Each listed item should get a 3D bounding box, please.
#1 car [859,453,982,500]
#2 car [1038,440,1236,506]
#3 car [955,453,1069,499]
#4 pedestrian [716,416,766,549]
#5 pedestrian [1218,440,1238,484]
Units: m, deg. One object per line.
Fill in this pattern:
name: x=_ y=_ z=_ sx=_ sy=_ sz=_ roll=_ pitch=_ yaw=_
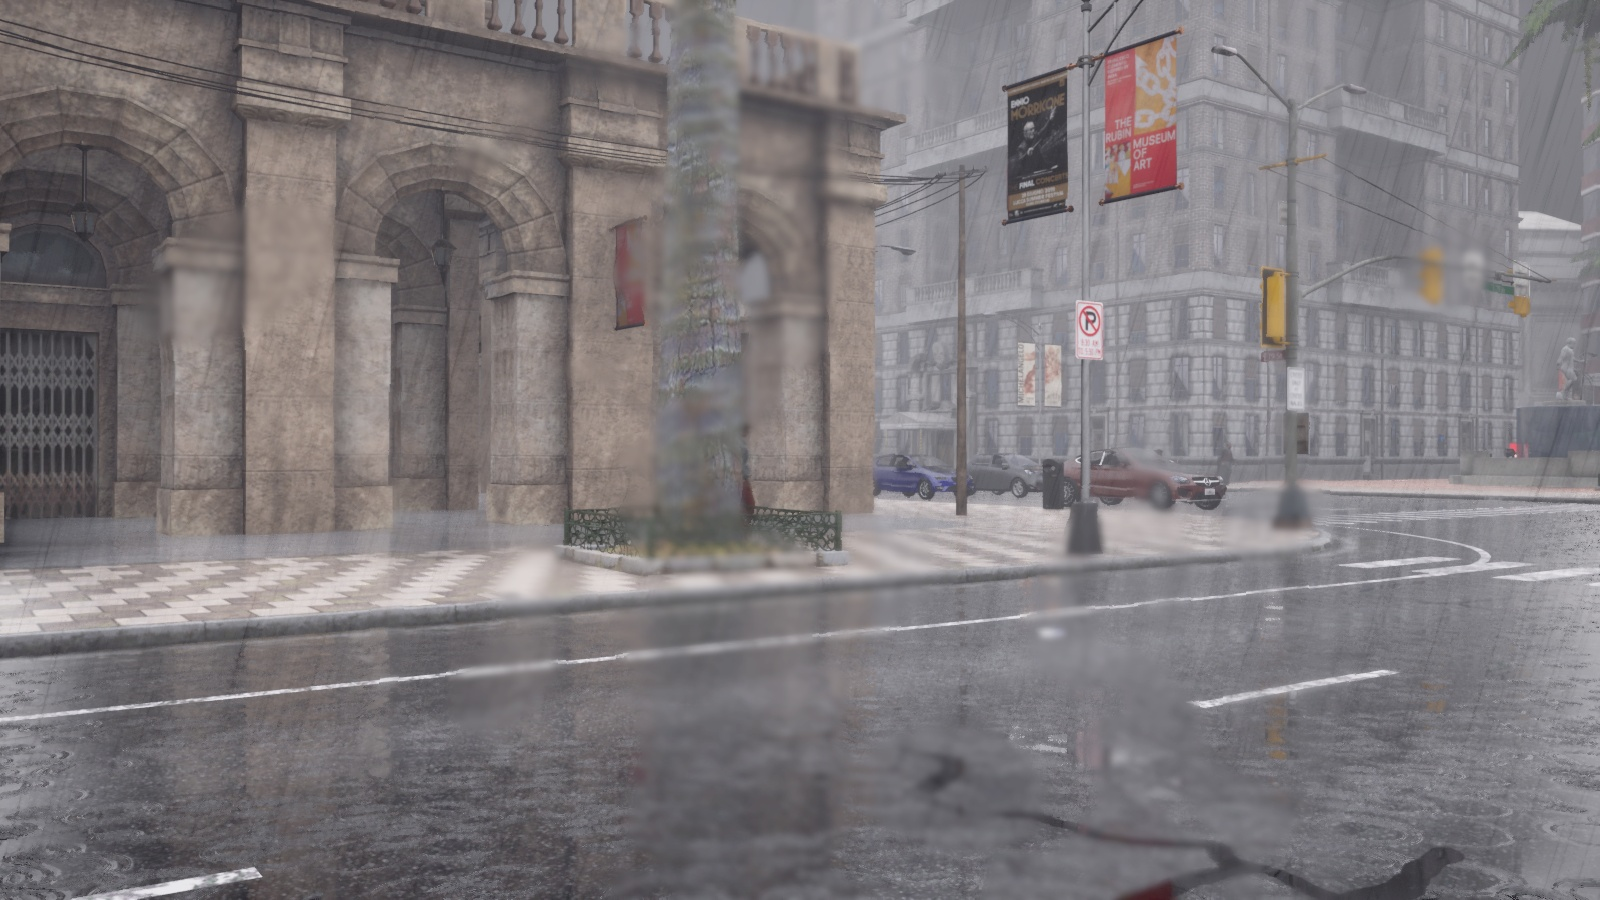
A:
car: x=3.948 y=0.852 z=41.834 sx=1.816 sy=1.474 sz=4.193 roll=0 pitch=0 yaw=-34
car: x=9.144 y=0.588 z=34.468 sx=2.152 sy=1.651 sz=5.027 roll=0 pitch=0 yaw=-35
car: x=7.234 y=0.849 z=43.140 sx=1.845 sy=1.501 sz=3.633 roll=0 pitch=0 yaw=-35
pedestrian: x=-0.832 y=0.447 z=17.688 sx=0.614 sy=1.847 sz=0.353 roll=0 pitch=0 yaw=-26
pedestrian: x=18.205 y=0.493 z=53.383 sx=0.376 sy=1.854 sz=0.720 roll=0 pitch=0 yaw=-30
